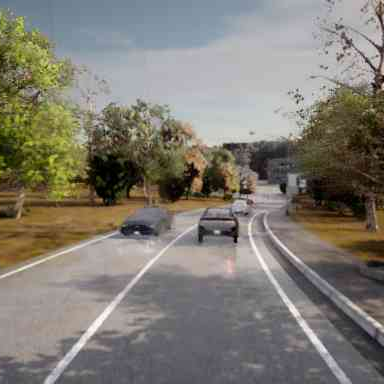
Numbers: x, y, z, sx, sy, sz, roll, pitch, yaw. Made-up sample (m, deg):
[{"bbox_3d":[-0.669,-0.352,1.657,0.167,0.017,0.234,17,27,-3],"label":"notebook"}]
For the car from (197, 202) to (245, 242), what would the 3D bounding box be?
[{"bbox_3d":[1.382,1.496,16.545,2.128,1.511,4.902,1,0,7],"label":"car"}]

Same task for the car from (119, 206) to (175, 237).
[{"bbox_3d":[-2.192,1.499,18.004,2.033,1.411,5.357,1,0,8],"label":"car"}]

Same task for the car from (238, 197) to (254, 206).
[{"bbox_3d":[9.522,1.640,58.336,1.895,1.301,4.718,2,0,21],"label":"car"}]

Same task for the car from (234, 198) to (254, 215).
[{"bbox_3d":[5.022,1.569,34.178,1.812,1.442,4.674,1,0,15],"label":"car"}]
